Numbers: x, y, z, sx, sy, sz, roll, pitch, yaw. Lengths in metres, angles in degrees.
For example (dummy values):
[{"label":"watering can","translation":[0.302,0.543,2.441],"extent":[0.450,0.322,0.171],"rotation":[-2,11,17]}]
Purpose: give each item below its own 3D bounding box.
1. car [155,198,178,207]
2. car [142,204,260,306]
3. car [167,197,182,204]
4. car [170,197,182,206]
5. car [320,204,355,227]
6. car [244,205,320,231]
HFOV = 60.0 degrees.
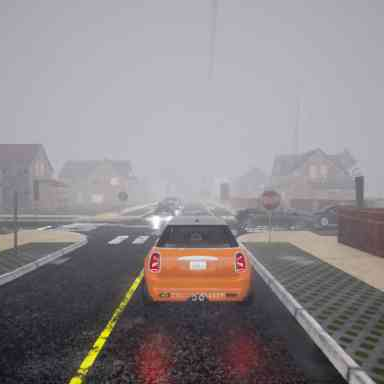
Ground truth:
[{"label":"car","translation":[-2.831,1.651,35.139],"extent":[1.895,1.301,4.718],"rotation":[0,0,0]},{"label":"car","translation":[0.105,1.352,8.162],"extent":[2.097,1.767,4.553],"rotation":[0,0,0]},{"label":"car","translation":[-2.818,1.445,45.055],"extent":[2.097,1.767,4.553],"rotation":[0,0,0]},{"label":"car","translation":[-2.802,1.687,58.461],"extent":[1.812,1.442,4.674],"rotation":[0,0,0]},{"label":"car","translation":[10.265,1.579,23.101],"extent":[4.892,1.490,1.837],"rotation":[0,0,-2]},{"label":"car","translation":[5.111,1.546,20.643],"extent":[4.902,1.511,2.128],"rotation":[0,1,17]}]
